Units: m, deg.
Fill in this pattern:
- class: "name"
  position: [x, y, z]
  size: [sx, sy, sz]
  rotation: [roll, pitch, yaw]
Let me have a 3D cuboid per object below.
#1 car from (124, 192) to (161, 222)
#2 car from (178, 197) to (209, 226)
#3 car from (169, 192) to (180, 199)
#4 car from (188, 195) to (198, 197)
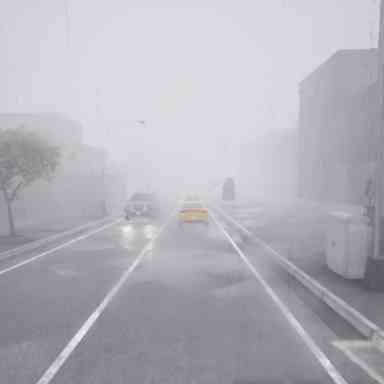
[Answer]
- class: "car"
  position: [-3.596, 1.038, 25.050]
  size: [2.150, 2.045, 5.566]
  rotation: [0, 1, 0]
- class: "car"
  position: [0.101, 1.332, 22.166]
  size: [1.882, 1.535, 5.008]
  rotation: [0, 1, 0]
- class: "car"
  position: [-3.464, 0.669, 66.758]
  size: [1.882, 1.535, 5.008]
  rotation: [0, 1, 0]
- class: "car"
  position: [0.094, 1.109, 42.675]
  size: [1.994, 1.385, 4.181]
  rotation: [0, 1, 0]
